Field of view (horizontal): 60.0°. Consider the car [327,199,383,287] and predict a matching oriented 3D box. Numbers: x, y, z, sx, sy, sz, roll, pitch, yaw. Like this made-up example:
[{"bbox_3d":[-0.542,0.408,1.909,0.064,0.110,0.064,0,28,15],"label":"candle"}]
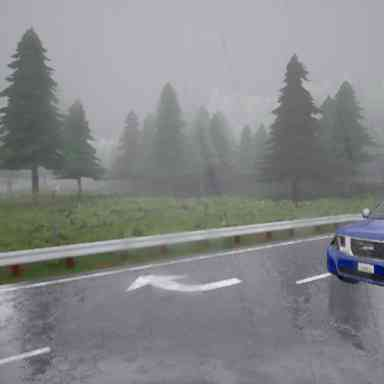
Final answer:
[{"bbox_3d":[5.498,0.955,7.555,5.566,2.045,2.150,-2,1,-32],"label":"car"}]
